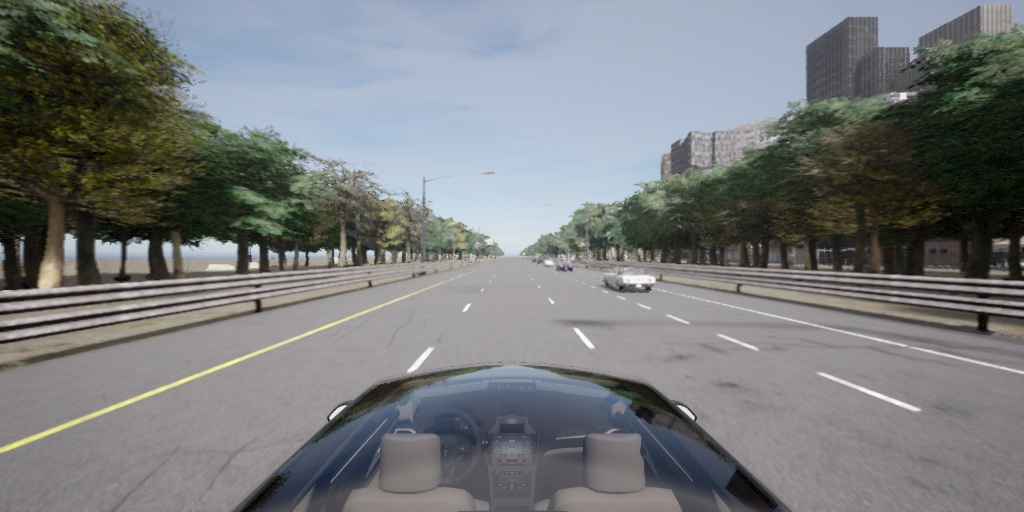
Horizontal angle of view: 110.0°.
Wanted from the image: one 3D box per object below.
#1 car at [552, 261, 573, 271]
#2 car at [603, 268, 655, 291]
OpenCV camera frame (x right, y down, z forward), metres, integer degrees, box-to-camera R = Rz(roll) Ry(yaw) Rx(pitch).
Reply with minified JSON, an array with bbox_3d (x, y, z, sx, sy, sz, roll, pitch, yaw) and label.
[{"bbox_3d":[7.081,1.398,48.985,1.895,1.301,4.718,0,0,0],"label":"car"},{"bbox_3d":[7.008,1.365,22.052,1.895,1.301,4.718,0,0,0],"label":"car"}]
